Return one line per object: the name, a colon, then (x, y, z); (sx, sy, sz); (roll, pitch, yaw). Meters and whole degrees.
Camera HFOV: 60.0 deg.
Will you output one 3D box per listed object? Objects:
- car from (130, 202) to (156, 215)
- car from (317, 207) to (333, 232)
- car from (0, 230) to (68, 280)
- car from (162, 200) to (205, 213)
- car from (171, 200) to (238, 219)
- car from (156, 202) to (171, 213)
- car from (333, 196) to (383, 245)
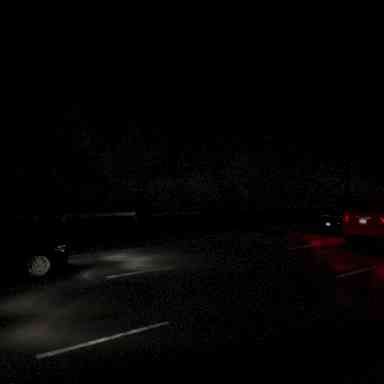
car: (-3.477, 1.583, 31.614); (4.718, 1.301, 1.895); (0, 0, -36)
car: (9.117, 1.472, 18.858); (4.902, 1.511, 2.128); (0, 0, -36)
car: (-5.732, 1.477, 8.256); (5.008, 1.535, 1.882); (0, 0, -36)
car: (-0.923, 1.577, 37.736); (4.718, 1.301, 1.895); (0, 0, -35)
car: (1.372, 1.529, 26.473); (5.357, 1.411, 2.033); (0, 0, -35)
car: (-0.669, 1.545, 29.316); (4.181, 1.385, 1.994); (0, 0, -36)
car: (8.698, 1.205, 14.273); (5.566, 2.045, 2.150); (0, 0, -36)
